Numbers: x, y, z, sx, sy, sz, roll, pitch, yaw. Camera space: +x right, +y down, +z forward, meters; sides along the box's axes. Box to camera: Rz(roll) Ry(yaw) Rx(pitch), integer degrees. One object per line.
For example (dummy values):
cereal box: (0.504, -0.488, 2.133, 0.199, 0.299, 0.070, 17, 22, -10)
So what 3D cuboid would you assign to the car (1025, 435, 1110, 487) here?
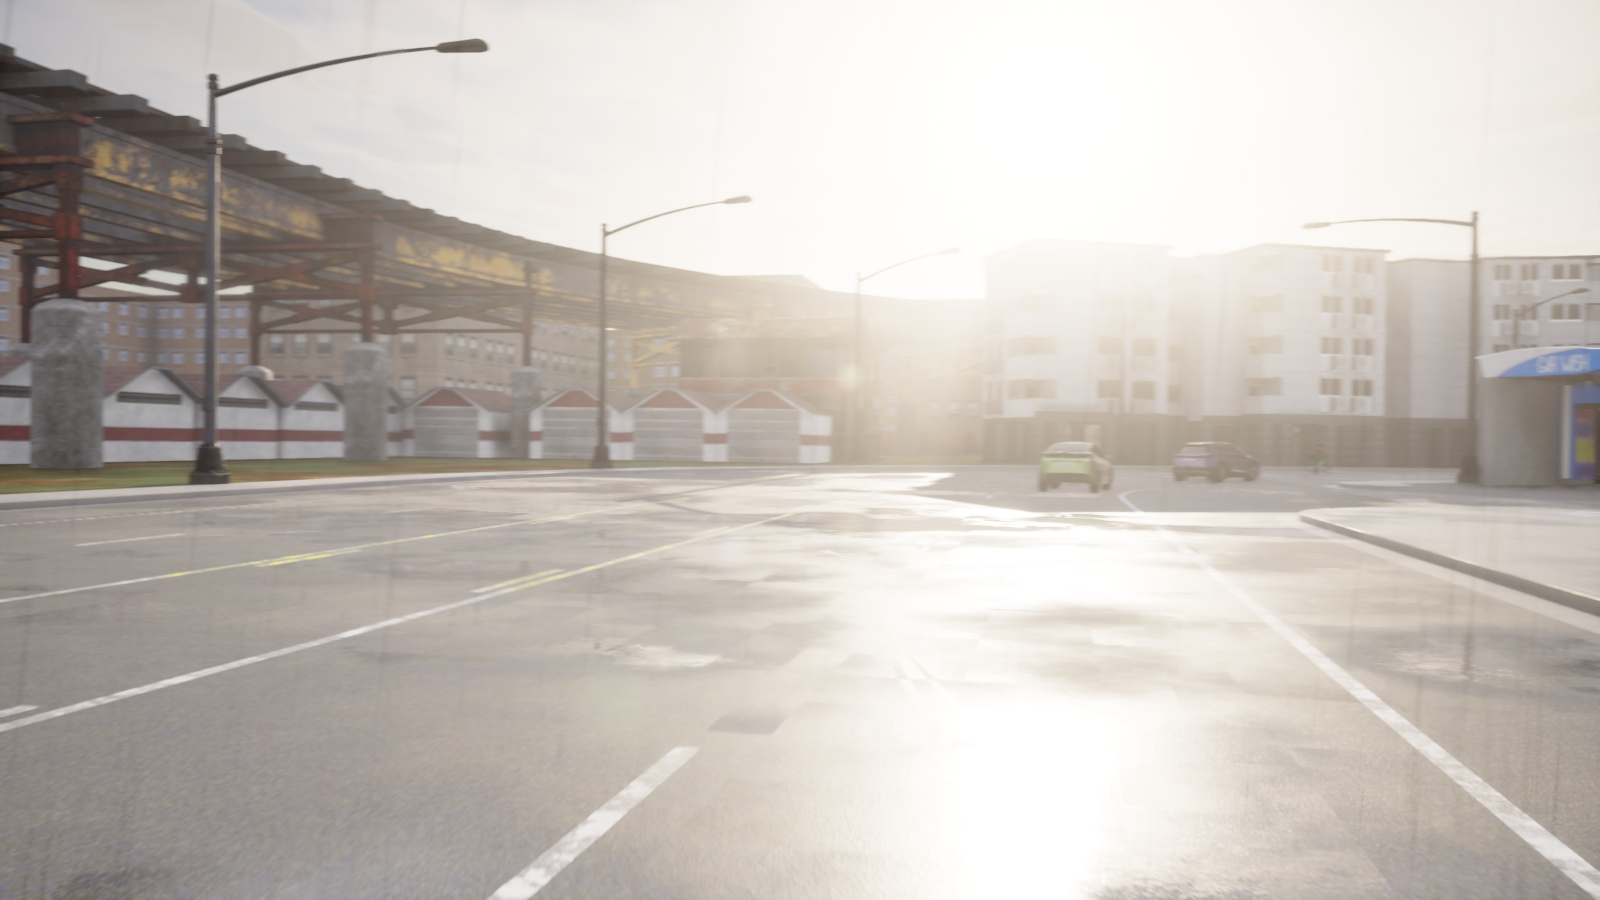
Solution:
car: (8.419, 0.311, 39.217, 2.007, 1.525, 4.514, 0, 0, 19)

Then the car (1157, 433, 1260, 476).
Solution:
car: (16.643, 0.155, 51.027, 2.033, 1.649, 4.856, 0, 0, 44)
